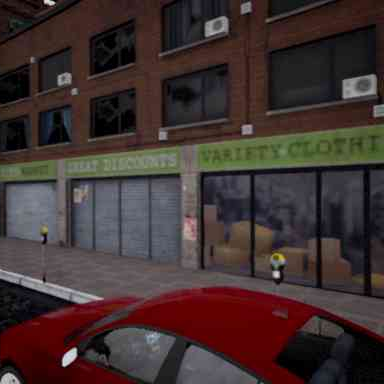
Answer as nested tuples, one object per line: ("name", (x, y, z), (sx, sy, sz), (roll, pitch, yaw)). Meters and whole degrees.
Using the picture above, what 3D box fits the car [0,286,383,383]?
("car", (0.039, 1.541, 2.856), (4.507, 1.381, 1.887), (0, 0, 35))
